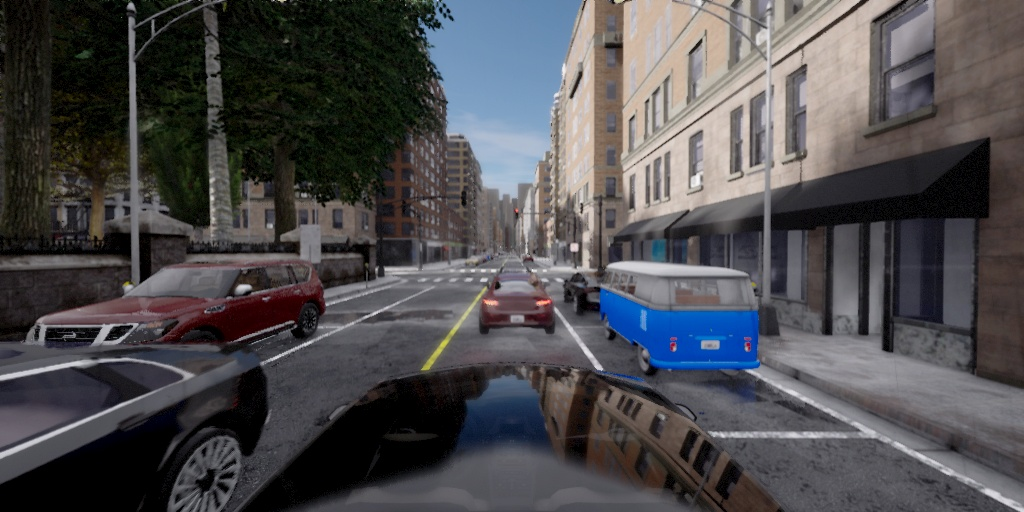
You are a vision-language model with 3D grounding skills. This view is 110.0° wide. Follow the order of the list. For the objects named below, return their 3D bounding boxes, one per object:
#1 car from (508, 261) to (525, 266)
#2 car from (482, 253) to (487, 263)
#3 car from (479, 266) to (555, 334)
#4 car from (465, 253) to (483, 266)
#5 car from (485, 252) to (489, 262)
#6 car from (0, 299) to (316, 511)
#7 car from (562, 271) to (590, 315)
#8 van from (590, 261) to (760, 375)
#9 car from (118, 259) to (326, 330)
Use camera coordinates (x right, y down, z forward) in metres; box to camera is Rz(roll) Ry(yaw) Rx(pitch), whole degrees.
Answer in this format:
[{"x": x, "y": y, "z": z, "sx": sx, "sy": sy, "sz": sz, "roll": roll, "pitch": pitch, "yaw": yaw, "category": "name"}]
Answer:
[{"x": 0.119, "y": 1.131, "z": 18.891, "sx": 1.895, "sy": 1.301, "sz": 4.718, "roll": 0, "pitch": 1, "yaw": -1, "category": "car"}, {"x": -5.530, "y": 0.594, "z": 56.153, "sx": 2.007, "sy": 1.370, "sz": 4.403, "roll": 0, "pitch": 0, "yaw": 0, "category": "car"}, {"x": 0.126, "y": 1.170, "z": 10.070, "sx": 1.812, "sy": 1.442, "sz": 4.674, "roll": 0, "pitch": 1, "yaw": 0, "category": "car"}, {"x": -5.545, "y": 0.639, "z": 50.533, "sx": 1.751, "sy": 1.417, "sz": 4.829, "roll": 0, "pitch": 0, "yaw": 0, "category": "car"}, {"x": -5.516, "y": 0.520, "z": 61.604, "sx": 1.888, "sy": 1.381, "sz": 4.507, "roll": 0, "pitch": 0, "yaw": 0, "category": "car"}, {"x": -3.095, "y": 1.248, "z": 1.196, "sx": 2.128, "sy": 1.511, "sz": 4.902, "roll": 0, "pitch": 1, "yaw": 0, "category": "car"}, {"x": 2.884, "y": 1.176, "z": 12.697, "sx": 1.948, "sy": 1.339, "sz": 4.313, "roll": 0, "pitch": 0, "yaw": 0, "category": "car"}, {"x": 2.870, "y": 1.024, "z": 7.037, "sx": 1.690, "sy": 1.789, "sz": 3.998, "roll": 0, "pitch": 0, "yaw": 0, "category": "van"}, {"x": -5.655, "y": 0.998, "z": 7.018, "sx": 2.192, "sy": 1.841, "sz": 5.009, "roll": 0, "pitch": 0, "yaw": 0, "category": "car"}]
